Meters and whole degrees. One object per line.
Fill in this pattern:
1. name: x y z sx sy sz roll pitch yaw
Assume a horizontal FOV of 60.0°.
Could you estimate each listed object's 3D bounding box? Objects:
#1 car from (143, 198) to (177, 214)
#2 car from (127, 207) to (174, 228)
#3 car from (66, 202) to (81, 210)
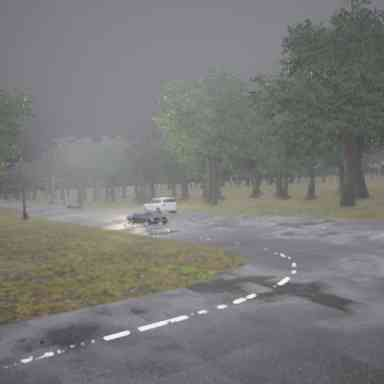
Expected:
1. car: -4.013 1.759 41.088 2.150 2.045 5.566 -4 1 -36
2. car: -3.906 2.279 29.085 1.895 1.301 4.718 -4 1 -36
3. car: -24.924 2.900 70.000 2.033 1.411 5.357 -4 1 -36
